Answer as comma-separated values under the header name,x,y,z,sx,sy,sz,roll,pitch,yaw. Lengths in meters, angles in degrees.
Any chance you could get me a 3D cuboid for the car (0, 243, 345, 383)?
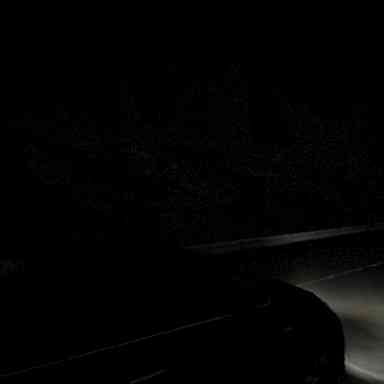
name,x,y,z,sx,sy,sz,roll,pitch,yaw
car,-0.442,1.340,3.426,4.553,1.767,2.097,-1,0,-36
